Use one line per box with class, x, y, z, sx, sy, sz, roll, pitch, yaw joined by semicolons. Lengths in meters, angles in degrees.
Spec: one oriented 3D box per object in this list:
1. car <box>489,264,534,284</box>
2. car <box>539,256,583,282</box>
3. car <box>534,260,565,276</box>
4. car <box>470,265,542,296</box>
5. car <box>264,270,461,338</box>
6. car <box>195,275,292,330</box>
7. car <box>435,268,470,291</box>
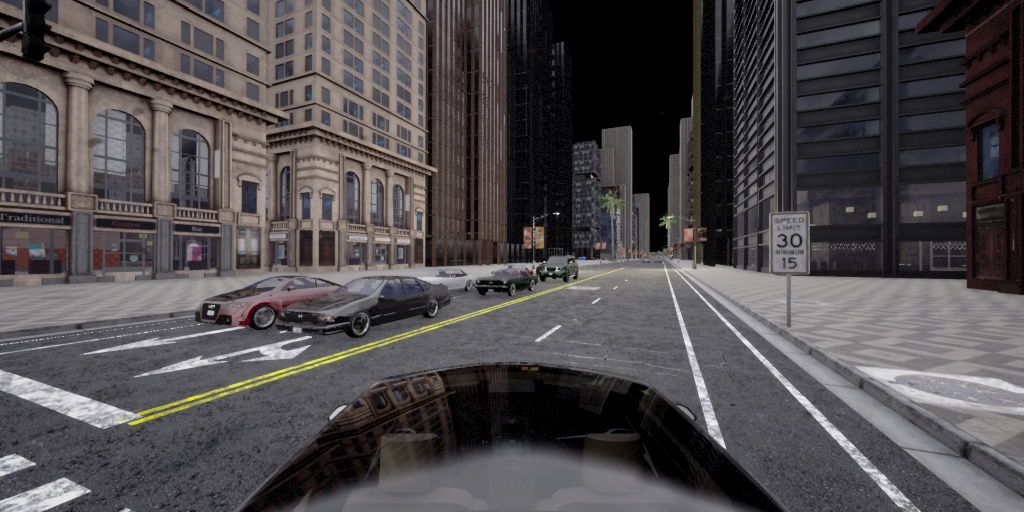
car;0.081;1.364;28.523;1.895;1.301;4.718;0;0;23
car;3.951;0.987;29.347;2.150;2.045;5.566;0;0;22
car;4.051;1.251;37.925;1.882;1.535;5.008;0;0;23
car;-0.177;1.358;19.479;1.895;1.301;4.718;0;0;23
car;-3.874;1.299;10.631;2.033;1.411;5.357;0;0;23
car;-7.135;1.315;11.247;1.994;1.385;4.181;0;0;23
car;-3.762;1.357;19.332;1.895;1.301;4.718;0;0;23
